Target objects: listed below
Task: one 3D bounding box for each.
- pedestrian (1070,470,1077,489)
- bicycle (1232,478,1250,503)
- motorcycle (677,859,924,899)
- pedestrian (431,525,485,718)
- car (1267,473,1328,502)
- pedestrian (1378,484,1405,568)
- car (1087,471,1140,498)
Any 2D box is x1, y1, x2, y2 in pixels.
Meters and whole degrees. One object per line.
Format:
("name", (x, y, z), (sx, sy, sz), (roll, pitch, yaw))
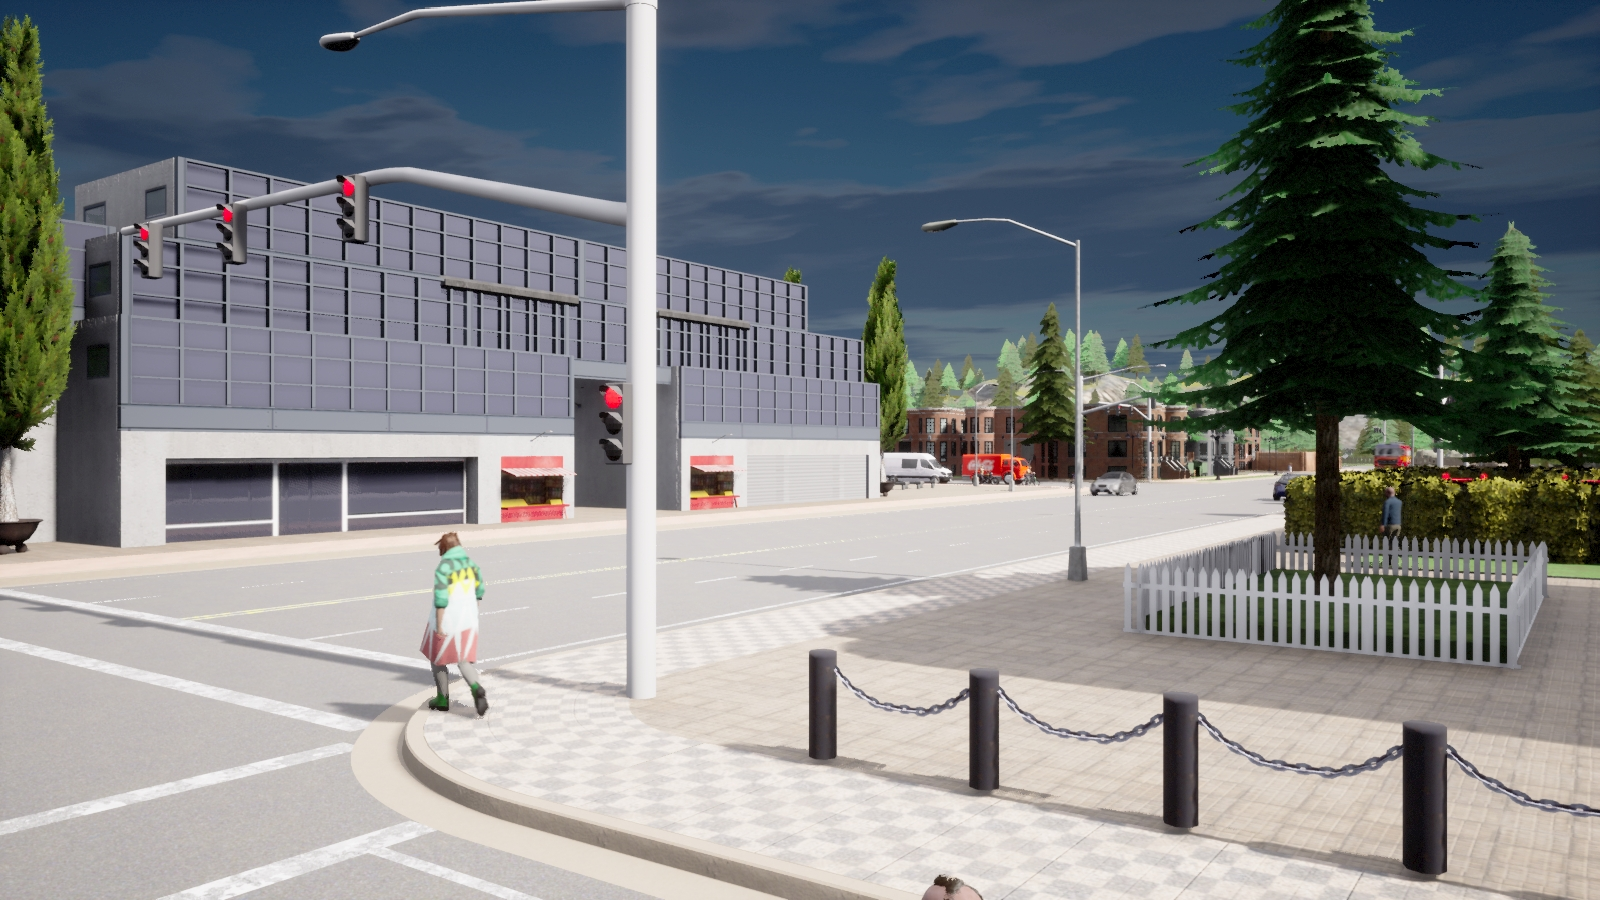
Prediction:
("pedestrian", (18.304, 1.976, 76.423), (0.375, 1.300, 0.375), (0, 0, 37))
("bicycle", (23.794, 2.158, 61.612), (0.859, 1.276, 1.487), (0, 0, 23))
("motorcycle", (0.509, 2.205, 3.428), (2.209, 1.251, 0.867), (0, 0, 35))
("pedestrian", (-3.436, 1.697, 11.481), (0.375, 1.860, 0.375), (0, 0, 37))
("car", (27.765, 2.063, 63.661), (2.163, 1.488, 4.792), (0, 0, 35))
("pedestrian", (13.292, 1.690, 25.665), (0.375, 1.860, 0.375), (0, 0, -20))
("car", (19.149, 2.065, 69.611), (1.816, 1.474, 4.193), (0, 0, 35))
